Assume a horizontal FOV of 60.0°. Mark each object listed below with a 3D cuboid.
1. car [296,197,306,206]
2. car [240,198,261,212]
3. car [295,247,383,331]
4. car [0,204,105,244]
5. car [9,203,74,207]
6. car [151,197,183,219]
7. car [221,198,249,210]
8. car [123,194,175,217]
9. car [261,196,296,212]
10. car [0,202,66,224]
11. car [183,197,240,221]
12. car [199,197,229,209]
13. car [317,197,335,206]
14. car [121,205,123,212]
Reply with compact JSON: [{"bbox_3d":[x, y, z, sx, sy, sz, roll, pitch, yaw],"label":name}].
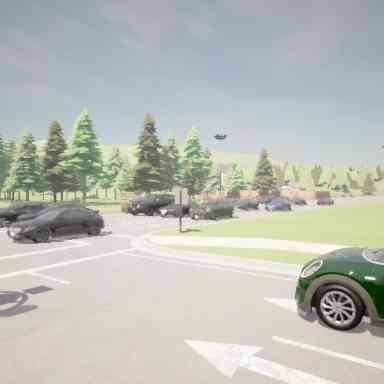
[{"bbox_3d":[17.283,1.525,54.397,1.812,1.442,4.674,0,0,37],"label":"car"},{"bbox_3d":[6.406,1.525,39.689,1.812,1.442,4.674,0,0,36],"label":"car"},{"bbox_3d":[4.081,1.352,5.378,4.553,1.767,2.097,0,0,36],"label":"car"},{"bbox_3d":[-6.331,1.526,16.083,1.812,1.442,4.674,0,0,34],"label":"car"},{"bbox_3d":[-7.918,1.478,20.147,1.882,1.535,5.008,0,0,36],"label":"car"},{"bbox_3d":[-0.943,1.492,29.678,2.128,1.511,4.902,0,0,36],"label":"car"},{"bbox_3d":[5.855,1.564,44.840,1.994,1.385,4.181,0,0,36],"label":"car"},{"bbox_3d":[-3.583,1.224,31.997,2.150,2.045,5.566,0,0,36],"label":"car"},{"bbox_3d":[10.159,1.525,38.880,1.812,1.442,4.674,0,0,36],"label":"car"},{"bbox_3d":[-12.772,1.547,25.708,2.033,1.411,5.357,0,0,39],"label":"car"},{"bbox_3d":[1.690,1.352,27.352,2.097,1.767,4.553,0,0,36],"label":"car"},{"bbox_3d":[3.201,1.478,47.142,1.882,1.535,5.008,0,0,36],"label":"car"},{"bbox_3d":[22.138,1.566,55.040,1.994,1.385,4.181,0,0,36],"label":"car"},{"bbox_3d":[-5.393,1.352,35.446,2.097,1.767,4.553,0,0,36],"label":"car"}]
